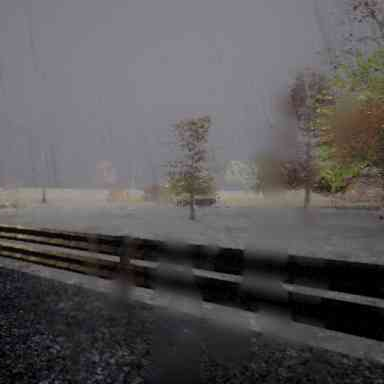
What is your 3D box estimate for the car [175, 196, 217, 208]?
[{"bbox_3d":[0.473,1.106,39.575,4.902,1.511,2.128,0,0,11],"label":"car"}]
